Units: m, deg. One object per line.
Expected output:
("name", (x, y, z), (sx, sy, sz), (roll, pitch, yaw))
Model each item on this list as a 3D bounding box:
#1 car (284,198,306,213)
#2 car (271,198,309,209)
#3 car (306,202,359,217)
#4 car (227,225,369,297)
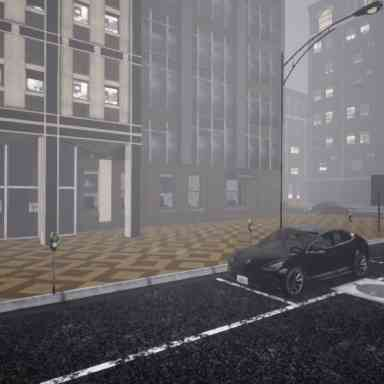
("car", (9.754, 1.466, 34.749), (1.752, 1.417, 4.829), (0, 0, -36))
("car", (13.059, 1.498, 44.513), (1.752, 1.417, 4.829), (0, 0, -36))
("car", (12.956, 1.533, 30.287), (1.802, 1.307, 4.206), (0, 0, -36))
("car", (2.888, 1.567, 8.621), (4.313, 1.339, 1.947), (0, 0, -36))
